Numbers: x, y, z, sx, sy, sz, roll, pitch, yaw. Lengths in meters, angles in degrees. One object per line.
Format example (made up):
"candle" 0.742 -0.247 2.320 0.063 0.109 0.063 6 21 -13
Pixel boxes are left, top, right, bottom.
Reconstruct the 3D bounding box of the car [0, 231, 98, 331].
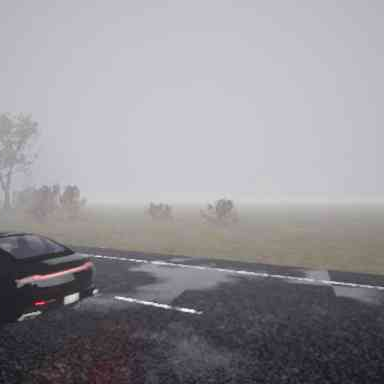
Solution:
"car" -4.119 1.545 6.583 4.902 1.511 2.128 0 -1 28
